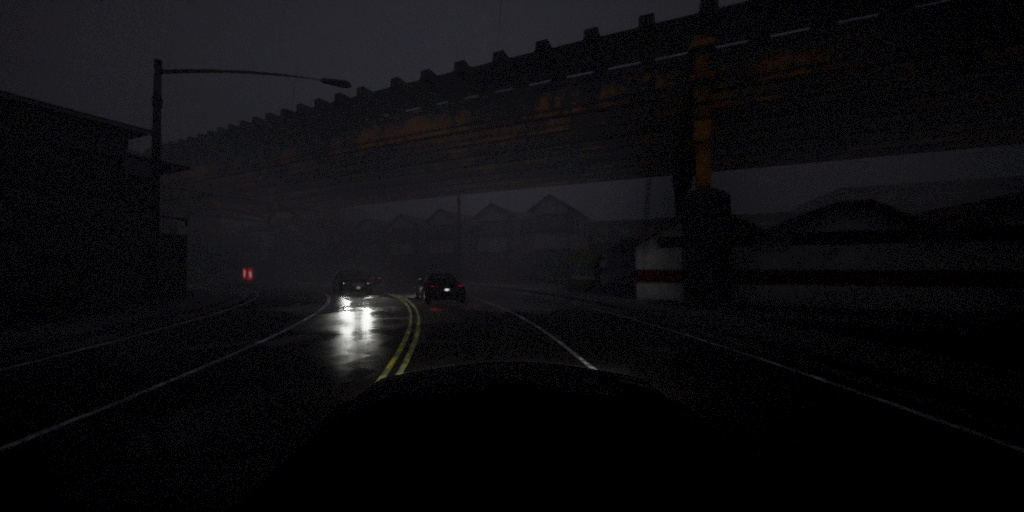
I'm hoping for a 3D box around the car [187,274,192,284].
[{"bbox_3d":[-43.759,2.633,46.036,5.566,2.045,2.150,-2,-2,23],"label":"car"}]

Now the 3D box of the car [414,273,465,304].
[{"bbox_3d":[-3.751,1.566,18.285,1.994,1.385,4.181,0,-1,-22],"label":"car"}]

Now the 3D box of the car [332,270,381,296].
[{"bbox_3d":[-10.189,1.646,22.815,2.128,1.511,4.902,1,-2,-33],"label":"car"}]

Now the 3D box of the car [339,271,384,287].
[{"bbox_3d":[-14.364,2.138,34.055,5.357,1.411,2.033,-3,-3,44],"label":"car"}]
